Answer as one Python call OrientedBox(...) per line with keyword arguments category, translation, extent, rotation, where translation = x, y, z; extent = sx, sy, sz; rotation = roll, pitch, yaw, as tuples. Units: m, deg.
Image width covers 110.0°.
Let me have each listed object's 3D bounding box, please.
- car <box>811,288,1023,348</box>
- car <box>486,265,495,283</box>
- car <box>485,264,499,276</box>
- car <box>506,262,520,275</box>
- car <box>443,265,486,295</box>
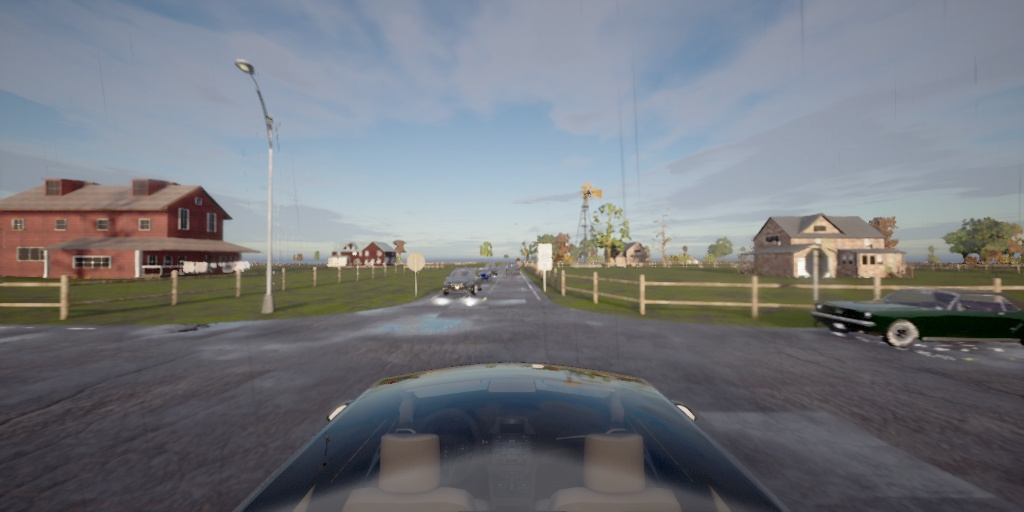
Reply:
OrientedBox(category="car", translation=(10.485, 1.468, 8.946), extent=(4.718, 1.301, 1.895), rotation=(0, -1, 4))
OrientedBox(category="car", translation=(-2.836, 1.706, 32.611), extent=(1.895, 1.301, 4.718), rotation=(0, -1, 0))
OrientedBox(category="car", translation=(-2.811, 1.769, 46.770), extent=(1.837, 1.490, 4.892), rotation=(0, -1, 0))
OrientedBox(category="car", translation=(0.115, 1.776, 48.680), extent=(2.128, 1.511, 4.902), rotation=(0, -1, 0))
OrientedBox(category="car", translation=(-2.872, 1.486, 21.686), extent=(1.837, 1.490, 4.892), rotation=(0, -1, 2))
